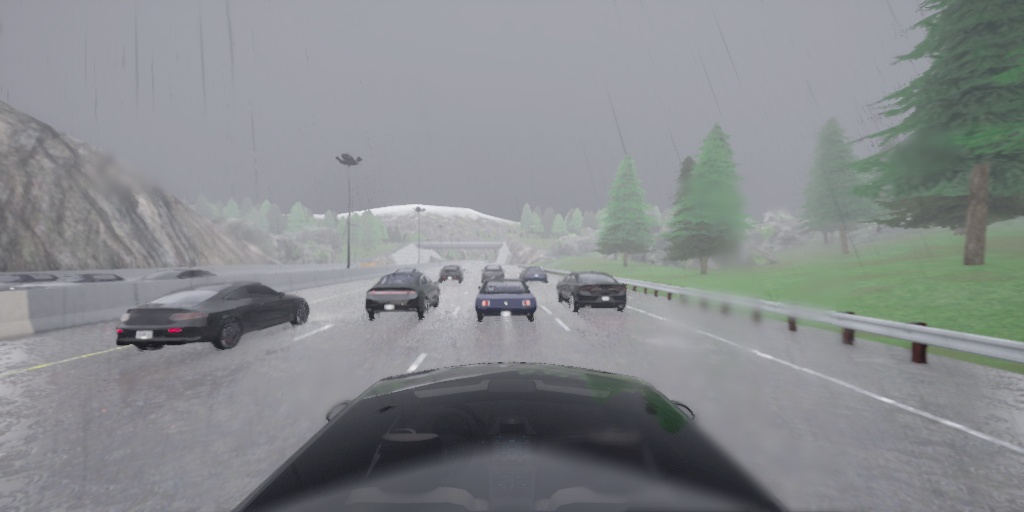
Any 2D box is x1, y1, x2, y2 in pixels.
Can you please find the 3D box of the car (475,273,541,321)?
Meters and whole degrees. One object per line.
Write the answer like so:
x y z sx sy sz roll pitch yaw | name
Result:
-0.293 1.454 12.915 1.895 1.301 4.718 0 -1 -3 | car

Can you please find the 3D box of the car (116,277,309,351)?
-7.136 1.363 9.176 1.812 1.442 4.674 0 -1 -2 | car

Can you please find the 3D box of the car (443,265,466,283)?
-5.171 1.538 31.139 1.837 1.490 4.892 0 -1 -5 | car

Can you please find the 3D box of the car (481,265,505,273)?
-1.632 1.513 30.800 2.128 1.511 4.902 0 -1 -5 | car

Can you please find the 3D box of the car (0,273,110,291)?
-21.874 1.560 18.263 1.895 1.301 4.718 0 -1 -4 | car

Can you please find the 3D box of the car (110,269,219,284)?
-18.480 1.469 19.740 1.837 1.490 4.892 0 -1 -4 | car

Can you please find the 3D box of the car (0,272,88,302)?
-25.393 1.570 18.377 1.895 1.301 4.718 0 -1 -4 | car

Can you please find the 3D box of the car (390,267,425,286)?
-8.568 1.631 29.778 1.895 1.301 4.718 0 -1 -5 | car

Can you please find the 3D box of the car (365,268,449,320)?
-3.837 1.357 13.277 2.128 1.511 4.902 0 -1 -3 | car

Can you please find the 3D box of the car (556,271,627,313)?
3.079 1.340 14.810 1.882 1.535 5.008 0 -1 -3 | car

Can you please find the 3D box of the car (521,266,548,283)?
1.846 1.580 31.202 1.994 1.385 4.181 0 -1 -5 | car
